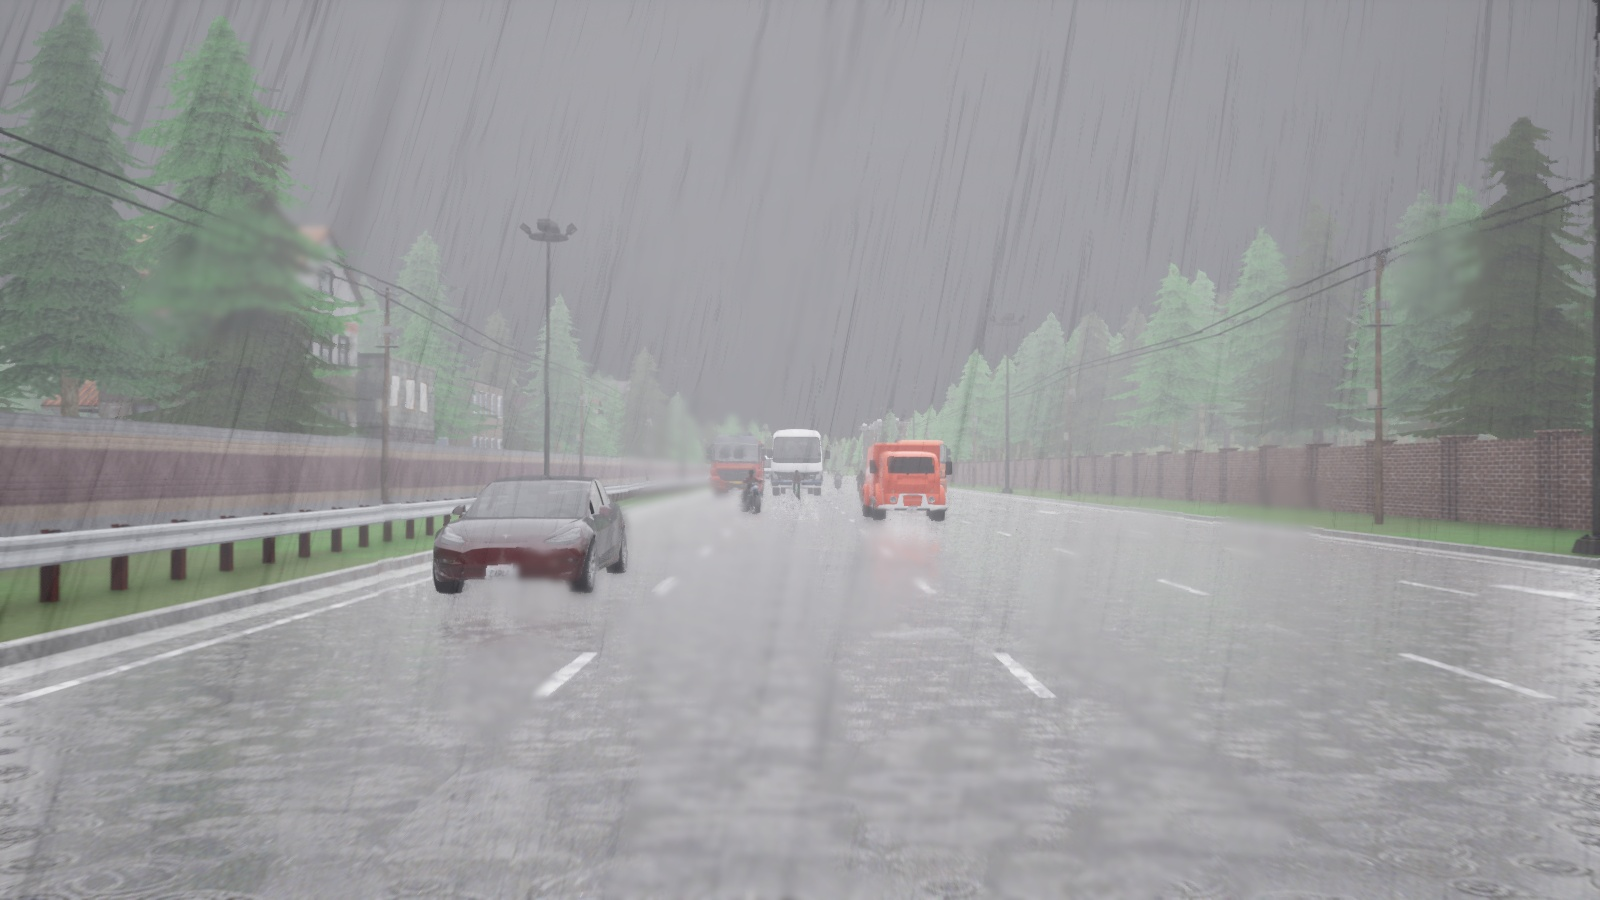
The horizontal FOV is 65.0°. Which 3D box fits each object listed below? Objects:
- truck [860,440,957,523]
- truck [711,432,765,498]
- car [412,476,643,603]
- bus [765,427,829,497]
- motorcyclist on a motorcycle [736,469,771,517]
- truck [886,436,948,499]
[{"bbox_3d":[3.401,0.992,40.506,2.627,2.467,5.204,0,-1,0],"label":"truck"},{"bbox_3d":[-3.689,0.952,76.912,2.891,3.827,8.468,0,-1,0],"label":"truck"},{"bbox_3d":[-3.547,1.119,17.371,2.163,1.488,4.792,0,-1,0],"label":"car"},{"bbox_3d":[-0.203,0.818,82.355,3.944,4.253,10.273,0,-1,0],"label":"bus"},{"bbox_3d":[-1.666,1.523,44.858,0.766,1.649,2.350,0,-1,-14],"label":"motorcyclist on a motorcycle"},{"bbox_3d":[6.818,1.047,74.156,2.891,3.462,7.936,0,-1,0],"label":"truck"}]
